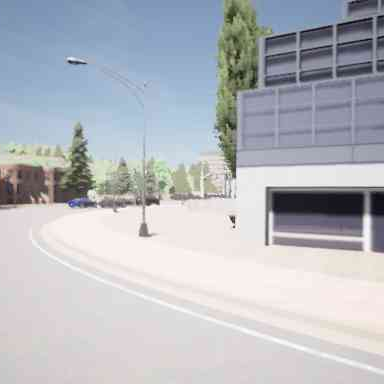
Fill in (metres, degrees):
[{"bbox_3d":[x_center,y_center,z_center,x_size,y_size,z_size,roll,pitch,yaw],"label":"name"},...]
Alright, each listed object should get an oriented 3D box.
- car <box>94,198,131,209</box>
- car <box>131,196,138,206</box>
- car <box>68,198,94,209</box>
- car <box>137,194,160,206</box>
[{"bbox_3d":[-11.715,1.613,49.165,2.128,1.511,4.902,0,0,22],"label":"car"},{"bbox_3d":[-12.043,1.700,56.977,2.033,1.411,5.357,0,0,25],"label":"car"},{"bbox_3d":[-15.777,1.561,48.152,1.882,1.535,5.008,0,0,19],"label":"car"},{"bbox_3d":[-7.712,1.414,57.950,2.150,2.045,5.566,0,0,25],"label":"car"}]
